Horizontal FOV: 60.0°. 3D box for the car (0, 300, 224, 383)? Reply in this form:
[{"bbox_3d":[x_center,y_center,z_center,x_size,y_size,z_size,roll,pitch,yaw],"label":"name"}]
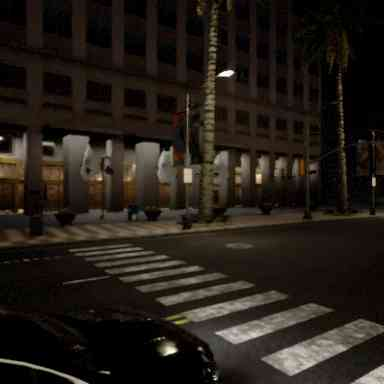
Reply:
[{"bbox_3d":[-1.925,1.496,2.144,4.892,1.490,1.837,0,0,-37],"label":"car"}]
